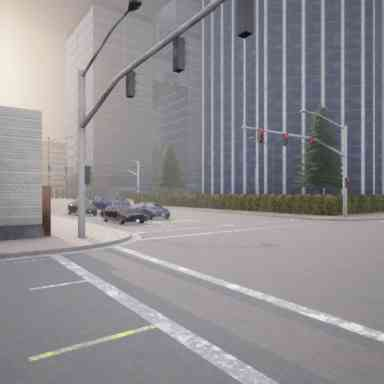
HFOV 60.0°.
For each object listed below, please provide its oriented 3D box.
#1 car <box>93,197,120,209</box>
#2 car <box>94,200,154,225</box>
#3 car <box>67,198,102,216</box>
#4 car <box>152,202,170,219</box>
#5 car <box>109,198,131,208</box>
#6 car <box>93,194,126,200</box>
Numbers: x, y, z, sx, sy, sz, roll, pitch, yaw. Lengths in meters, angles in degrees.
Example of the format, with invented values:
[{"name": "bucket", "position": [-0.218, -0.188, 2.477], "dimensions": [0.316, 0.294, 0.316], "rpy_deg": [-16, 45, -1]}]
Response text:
[{"name": "car", "position": [-12.203, 1.547, 47.167], "dimensions": [2.128, 1.511, 4.902], "rpy_deg": [0, 0, -36]}, {"name": "car", "position": [-5.305, 1.603, 25.232], "dimensions": [2.033, 1.411, 5.357], "rpy_deg": [0, 0, -36]}, {"name": "car", "position": [-10.975, 1.560, 33.141], "dimensions": [1.837, 1.490, 4.892], "rpy_deg": [0, 0, -36]}, {"name": "car", "position": [-3.711, 1.581, 29.045], "dimensions": [1.812, 1.442, 4.674], "rpy_deg": [0, 0, -36]}, {"name": "car", "position": [-11.274, 1.619, 51.872], "dimensions": [1.994, 1.385, 4.181], "rpy_deg": [0, 0, -36]}, {"name": "car", "position": [-9.374, 1.277, 36.917], "dimensions": [2.150, 2.045, 5.566], "rpy_deg": [0, 0, -36]}]
